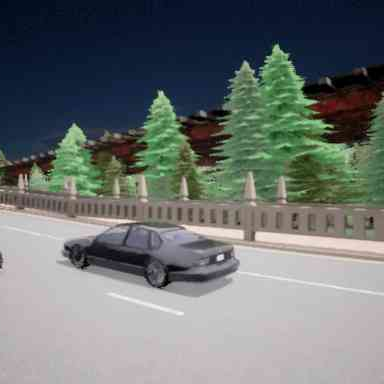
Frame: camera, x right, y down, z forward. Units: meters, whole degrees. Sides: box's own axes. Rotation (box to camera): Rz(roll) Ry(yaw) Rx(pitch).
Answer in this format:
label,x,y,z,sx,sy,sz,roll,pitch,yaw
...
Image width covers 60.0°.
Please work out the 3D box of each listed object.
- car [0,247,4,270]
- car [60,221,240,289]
label,x,y,z,sx,sy,sz,roll,pitch,yaw
car,-6.836,1.438,8.833,4.181,1.385,1.994,2,1,36
car,-1.378,1.526,9.193,5.357,1.411,2.033,1,1,36
